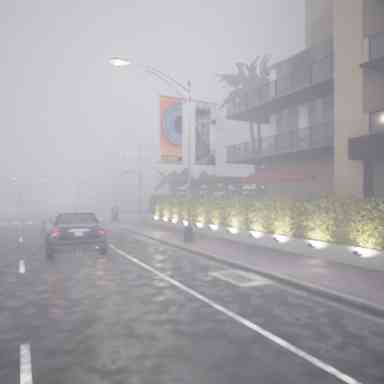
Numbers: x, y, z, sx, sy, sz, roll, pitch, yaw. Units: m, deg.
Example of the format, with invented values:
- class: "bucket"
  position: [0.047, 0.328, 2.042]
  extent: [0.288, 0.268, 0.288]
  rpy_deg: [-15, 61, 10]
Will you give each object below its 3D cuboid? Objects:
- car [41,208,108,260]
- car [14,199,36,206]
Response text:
- class: "car"
  position: [-4.890, 1.495, 13.463]
  extent: [2.097, 1.767, 4.553]
  rpy_deg: [0, -1, -27]
- class: "car"
  position: [-35.342, 2.139, 70.471]
  extent: [4.193, 1.474, 1.816]
  rpy_deg: [0, -1, -27]
